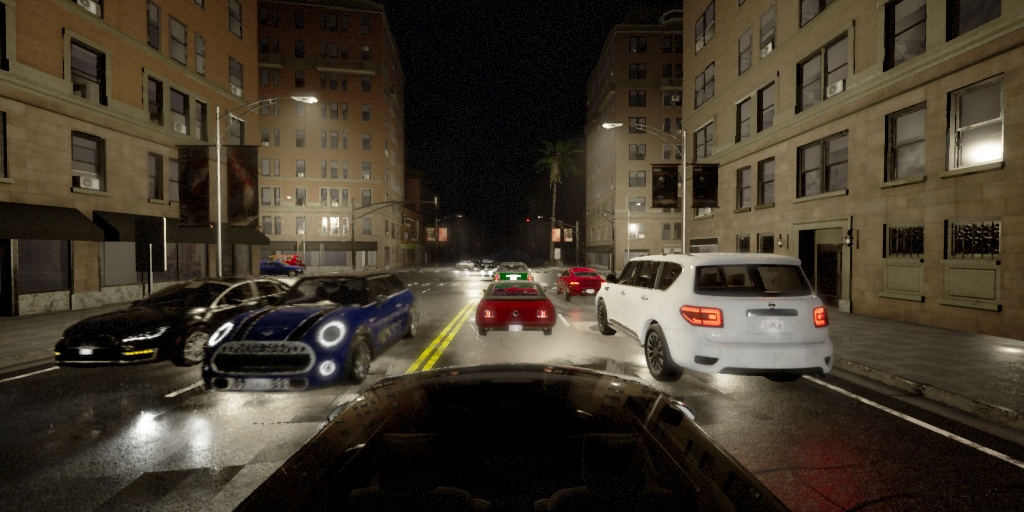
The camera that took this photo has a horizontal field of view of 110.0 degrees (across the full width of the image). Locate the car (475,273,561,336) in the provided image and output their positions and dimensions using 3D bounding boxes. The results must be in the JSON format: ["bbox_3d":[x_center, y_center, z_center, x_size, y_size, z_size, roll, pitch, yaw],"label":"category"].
[{"bbox_3d":[0.081,1.348,10.370,1.895,1.301,4.718,0,0,0],"label":"car"}]

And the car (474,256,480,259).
[{"bbox_3d":[-6.702,1.212,60.854,1.882,1.535,5.008,0,0,0],"label":"car"}]

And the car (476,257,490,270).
[{"bbox_3d":[-3.449,1.230,51.323,2.128,1.511,4.902,0,0,0],"label":"car"}]

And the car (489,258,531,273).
[{"bbox_3d":[-0.002,1.097,19.363,2.097,1.767,4.553,0,0,-2],"label":"car"}]

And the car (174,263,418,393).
[{"bbox_3d":[-3.358,1.100,6.983,2.097,1.767,4.553,0,0,0],"label":"car"}]

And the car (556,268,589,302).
[{"bbox_3d":[3.220,1.271,16.971,1.812,1.442,4.674,0,0,0],"label":"car"}]

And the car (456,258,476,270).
[{"bbox_3d":[-6.699,1.339,51.607,1.895,1.301,4.718,0,0,3],"label":"car"}]

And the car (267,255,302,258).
[{"bbox_3d":[-23.968,0.831,36.664,5.009,1.841,2.192,0,0,-9],"label":"car"}]

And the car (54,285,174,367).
[{"bbox_3d":[-6.610,1.255,7.988,1.837,1.490,4.892,0,0,0],"label":"car"}]

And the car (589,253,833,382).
[{"bbox_3d":[3.328,0.970,7.285,2.150,2.045,5.566,0,0,0],"label":"car"}]

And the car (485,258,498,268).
[{"bbox_3d":[-3.456,1.212,60.712,1.882,1.535,5.008,0,0,0],"label":"car"}]

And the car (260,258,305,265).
[{"bbox_3d":[-20.515,1.145,31.348,4.674,1.442,1.812,0,1,-9],"label":"car"}]
